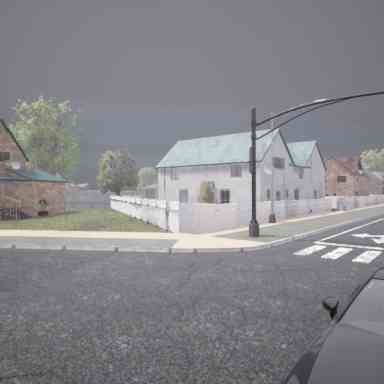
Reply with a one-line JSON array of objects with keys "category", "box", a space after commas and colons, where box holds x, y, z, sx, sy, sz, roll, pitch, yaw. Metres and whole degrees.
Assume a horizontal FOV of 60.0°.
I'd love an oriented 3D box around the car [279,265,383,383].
[{"category": "car", "box": [2.506, 1.524, 3.367, 1.812, 1.442, 4.674, 0, 0, 41]}]
